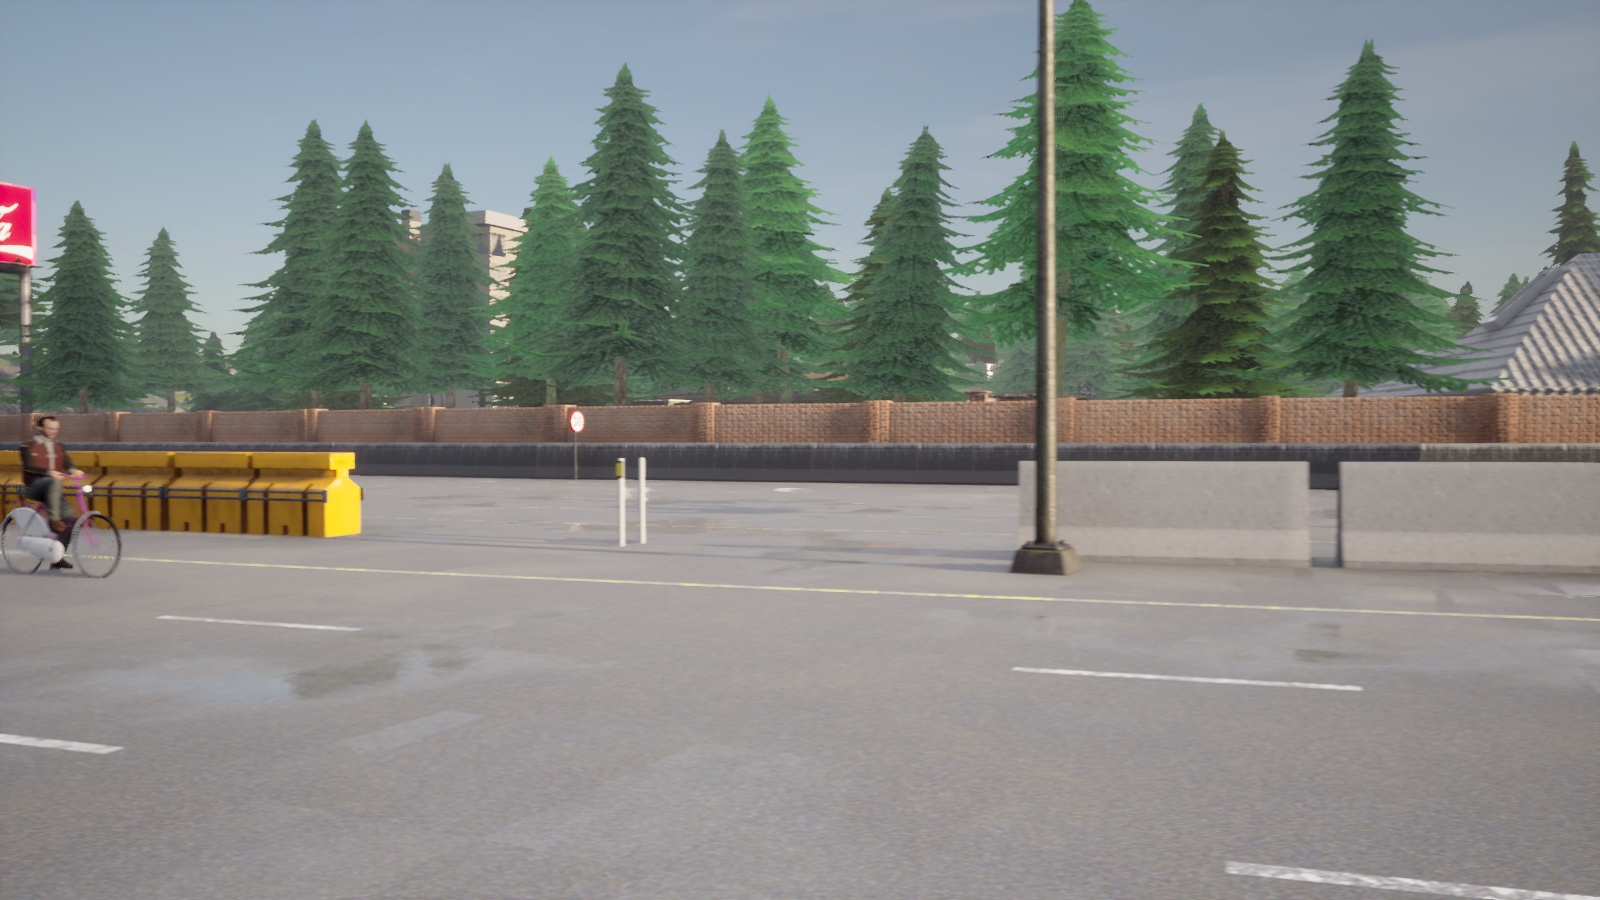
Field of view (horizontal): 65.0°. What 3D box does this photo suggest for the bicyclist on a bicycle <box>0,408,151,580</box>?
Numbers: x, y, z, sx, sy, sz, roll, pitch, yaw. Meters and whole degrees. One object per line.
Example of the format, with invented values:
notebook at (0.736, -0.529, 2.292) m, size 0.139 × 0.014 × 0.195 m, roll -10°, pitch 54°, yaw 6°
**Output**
bicyclist on a bicycle at (-8.001, 0.451, 13.637) m, size 1.843 × 1.776 × 0.659 m, roll 0°, pitch 0°, yaw 22°
